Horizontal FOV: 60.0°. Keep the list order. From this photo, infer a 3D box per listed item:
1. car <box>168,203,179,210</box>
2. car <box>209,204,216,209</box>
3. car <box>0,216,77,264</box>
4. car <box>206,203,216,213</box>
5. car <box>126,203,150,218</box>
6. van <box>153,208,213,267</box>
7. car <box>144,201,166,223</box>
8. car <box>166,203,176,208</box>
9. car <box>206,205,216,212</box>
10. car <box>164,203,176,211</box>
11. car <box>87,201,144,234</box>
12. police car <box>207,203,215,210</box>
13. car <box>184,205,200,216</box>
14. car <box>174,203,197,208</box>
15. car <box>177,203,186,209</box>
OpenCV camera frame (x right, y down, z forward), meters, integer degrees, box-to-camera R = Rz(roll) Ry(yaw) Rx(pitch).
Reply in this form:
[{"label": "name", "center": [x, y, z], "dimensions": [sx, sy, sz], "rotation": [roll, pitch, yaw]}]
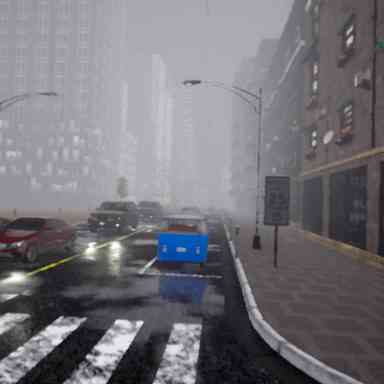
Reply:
[{"label": "car", "center": [-4.053, 3.260, 73.775], "dimensions": [2.008, 1.369, 4.403], "rotation": [2, -1, 4]}, {"label": "car", "center": [5.937, 4.167, 95.209], "dimensions": [1.802, 1.307, 4.206], "rotation": [2, -1, 4]}, {"label": "car", "center": [-5.995, 1.658, 12.616], "dimensions": [1.812, 1.442, 4.674], "rotation": [2, -1, 6]}, {"label": "car", "center": [3.482, 3.215, 62.117], "dimensions": [2.008, 1.369, 4.403], "rotation": [2, -1, 4]}, {"label": "car", "center": [-6.506, 2.242, 40.685], "dimensions": [1.967, 1.590, 4.097], "rotation": [2, -1, 4]}, {"label": "van", "center": [-0.197, 1.659, 12.484], "dimensions": [1.690, 1.788, 3.998], "rotation": [2, -1, 4]}, {"label": "car", "center": [-4.420, 1.915, 33.515], "dimensions": [2.150, 2.045, 5.566], "rotation": [2, -1, 5]}, {"label": "car", "center": [-4.871, 2.956, 62.745], "dimensions": [2.008, 1.369, 4.403], "rotation": [2, -1, 4]}, {"label": "car", "center": [3.891, 3.366, 67.633], "dimensions": [2.008, 1.369, 4.403], "rotation": [2, -1, 4]}, {"label": "car", "center": [-4.458, 2.998, 68.264], "dimensions": [1.967, 1.590, 4.097], "rotation": [2, -1, 4]}, {"label": "car", "center": [-5.225, 1.627, 22.869], "dimensions": [2.150, 2.045, 5.566], "rotation": [2, -1, 5]}, {"label": "police car", "center": [4.710, 3.656, 82.989], "dimensions": [1.930, 1.638, 5.238], "rotation": [2, -1, 4]}, {"label": "car", "center": [0.045, 2.792, 52.115], "dimensions": [2.128, 1.511, 4.902], "rotation": [2, -1, 4]}, {"label": "car", "center": [-0.673, 2.548, 41.877], "dimensions": [1.812, 1.442, 4.674], "rotation": [2, -1, 5]}, {"label": "car", "center": [-2.836, 3.692, 90.152], "dimensions": [1.752, 1.417, 4.829], "rotation": [2, -1, 4]}]
